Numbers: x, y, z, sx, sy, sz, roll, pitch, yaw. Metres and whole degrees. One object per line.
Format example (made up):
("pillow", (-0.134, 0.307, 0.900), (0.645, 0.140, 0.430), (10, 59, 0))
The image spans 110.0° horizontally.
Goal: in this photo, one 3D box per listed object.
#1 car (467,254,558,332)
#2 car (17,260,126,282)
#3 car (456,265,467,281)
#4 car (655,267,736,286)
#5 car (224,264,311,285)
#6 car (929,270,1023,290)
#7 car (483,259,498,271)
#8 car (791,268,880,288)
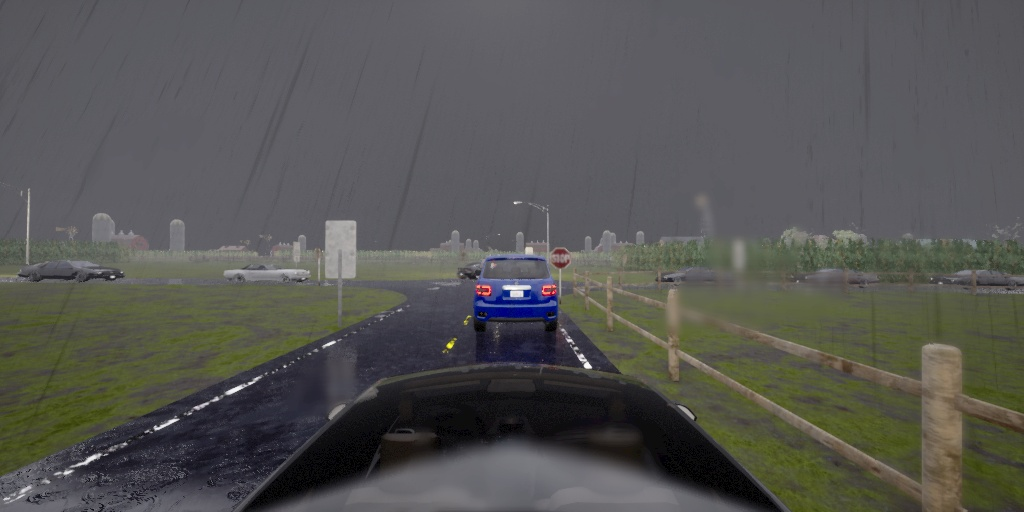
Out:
("car", (0.057, 0.973, 11.010), (2.150, 2.045, 5.566), (0, 0, -1))
("car", (-29.097, 0.978, 23.751), (5.357, 1.411, 2.033), (1, -1, 0))
("car", (-2.238, 1.225, 28.996), (1.882, 1.535, 5.008), (0, 0, 40))
("car", (13.570, 1.488, 26.621), (5.357, 1.411, 2.033), (1, -1, -1))
("car", (-16.023, 1.168, 23.733), (4.718, 1.301, 1.895), (1, -1, 0))
("car", (34.556, 1.739, 26.603), (5.357, 1.411, 2.033), (1, -1, 0))
("car", (-2.940, 1.207, 50.561), (1.882, 1.535, 5.008), (0, 0, 0))
("car", (23.979, 1.611, 26.625), (5.357, 1.411, 2.033), (1, -1, 0))
